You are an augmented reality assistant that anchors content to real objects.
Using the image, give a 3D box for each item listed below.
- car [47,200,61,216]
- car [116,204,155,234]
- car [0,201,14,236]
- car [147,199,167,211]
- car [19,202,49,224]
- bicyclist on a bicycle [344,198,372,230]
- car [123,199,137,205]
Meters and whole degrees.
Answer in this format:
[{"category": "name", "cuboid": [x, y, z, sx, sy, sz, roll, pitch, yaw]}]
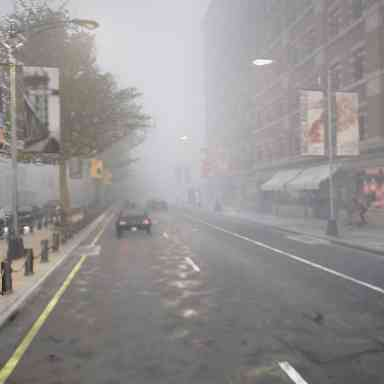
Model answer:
[{"category": "car", "cuboid": [-14.955, 1.633, 36.098, 2.097, 1.767, 4.553, -1, 0, -10]}, {"category": "car", "cuboid": [-3.494, 1.665, 19.800, 1.895, 1.301, 4.718, -1, 0, -11]}, {"category": "car", "cuboid": [-11.272, 1.435, 16.789, 2.150, 2.045, 5.566, -1, 0, -11]}, {"category": "car", "cuboid": [-4.207, 1.553, 41.379, 1.882, 1.535, 5.008, -1, 0, -11]}, {"category": "car", "cuboid": [-13.123, 1.773, 26.457, 1.812, 1.442, 4.674, -1, 0, -11]}, {"category": "bicyclist on a bicycle", "cuboid": [8.512, 1.137, 17.072, 1.656, 1.620, 0.582, -1, 0, -11]}, {"category": "car", "cuboid": [-8.527, 1.682, 45.555, 1.812, 1.442, 4.674, -1, 0, -10]}]
